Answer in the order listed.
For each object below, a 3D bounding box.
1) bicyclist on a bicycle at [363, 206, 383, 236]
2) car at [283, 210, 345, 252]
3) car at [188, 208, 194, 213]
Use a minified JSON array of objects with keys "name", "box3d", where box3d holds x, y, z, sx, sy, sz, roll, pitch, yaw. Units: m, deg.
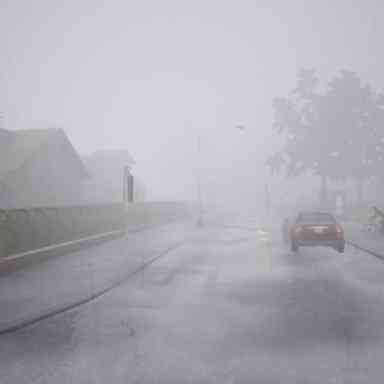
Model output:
[{"name":"bicyclist on a bicycle","box3d":[10.203,1.604,18.182,1.656,1.620,0.582,-1,-1,10]},{"name":"car","box3d":[5.439,1.613,15.388,2.097,1.767,4.553,-1,-1,10]},{"name":"car","box3d":[-2.498,2.347,44.905,5.357,1.415,2.033,-1,-1,13]}]
